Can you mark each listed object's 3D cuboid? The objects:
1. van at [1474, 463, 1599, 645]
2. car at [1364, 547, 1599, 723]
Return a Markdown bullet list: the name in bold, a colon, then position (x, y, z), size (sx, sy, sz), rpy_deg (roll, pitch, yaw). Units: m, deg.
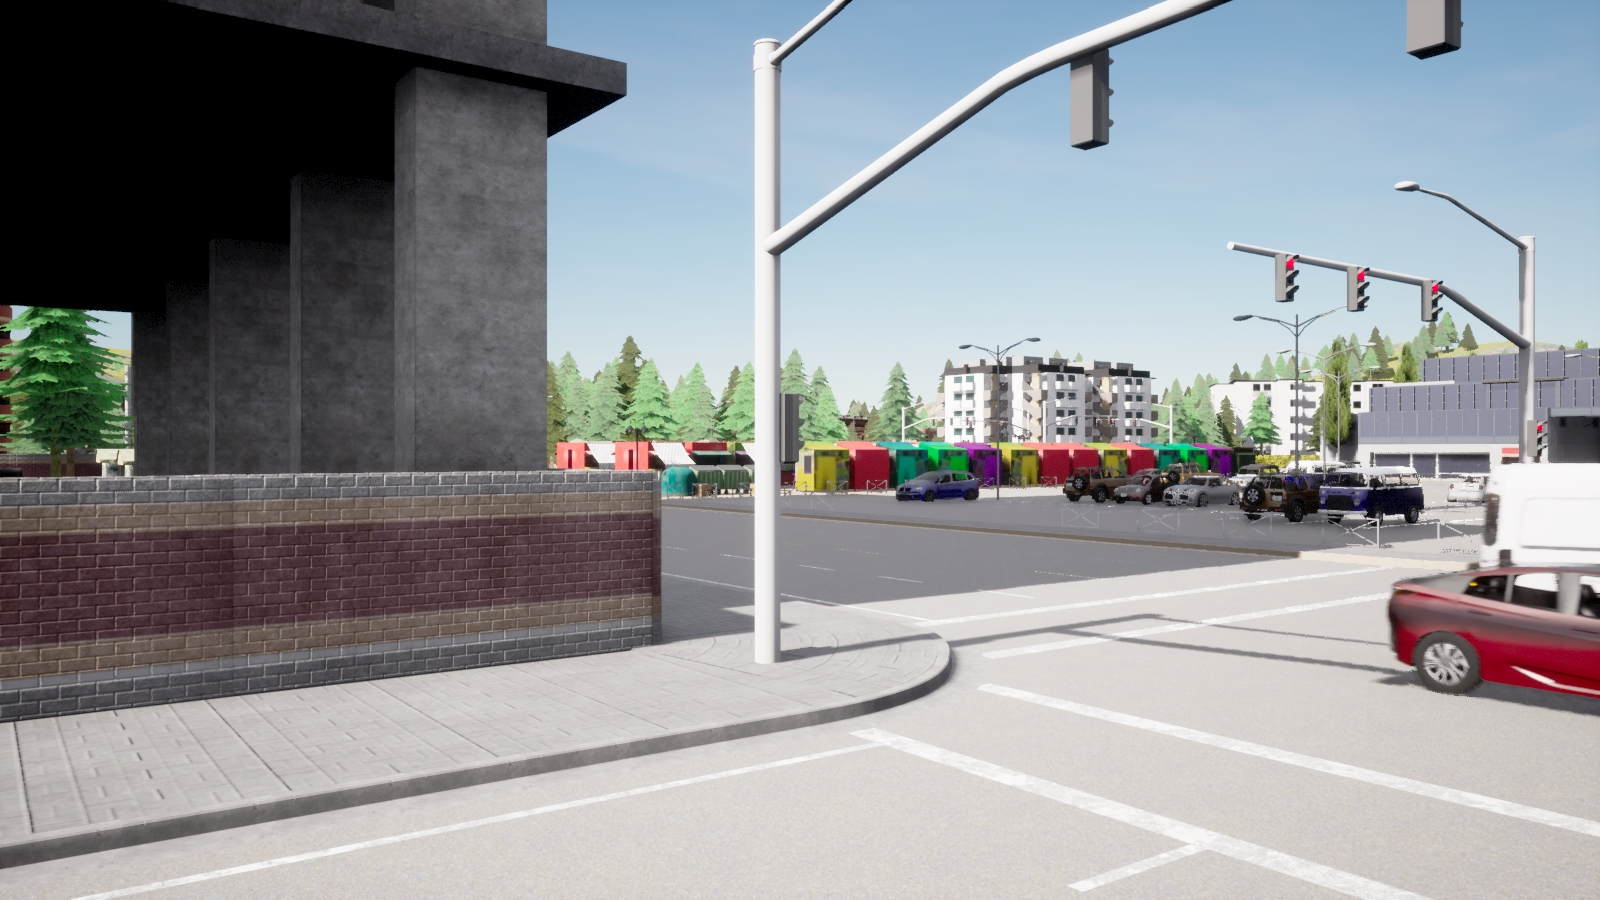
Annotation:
- **van**: position (13.323, 1.503, 16.568), size (5.915, 2.561, 1.988), rpy_deg (0, 1, 24)
- **car**: position (8.833, 2.010, 12.310), size (2.007, 1.525, 4.514), rpy_deg (0, 0, -37)
